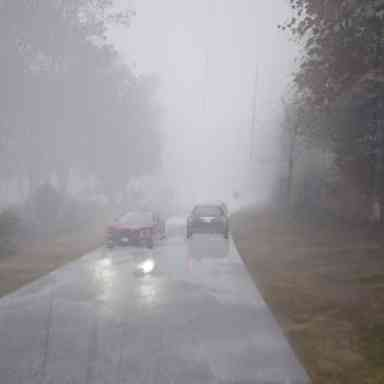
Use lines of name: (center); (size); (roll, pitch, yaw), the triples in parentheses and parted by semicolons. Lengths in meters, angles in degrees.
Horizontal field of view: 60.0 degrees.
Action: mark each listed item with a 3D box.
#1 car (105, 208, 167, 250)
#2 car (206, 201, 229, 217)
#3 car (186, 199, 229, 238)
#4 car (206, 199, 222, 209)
car: (-2.304, 1.500, 14.734); (1.882, 1.535, 5.008); (0, 0, 4)
car: (2.860, 1.765, 35.863); (2.128, 1.511, 4.902); (0, -1, 8)
car: (0.892, 1.409, 18.138); (2.097, 1.767, 4.553); (0, 0, 4)
car: (3.705, 2.009, 56.184); (1.882, 1.535, 5.008); (2, 0, 13)
